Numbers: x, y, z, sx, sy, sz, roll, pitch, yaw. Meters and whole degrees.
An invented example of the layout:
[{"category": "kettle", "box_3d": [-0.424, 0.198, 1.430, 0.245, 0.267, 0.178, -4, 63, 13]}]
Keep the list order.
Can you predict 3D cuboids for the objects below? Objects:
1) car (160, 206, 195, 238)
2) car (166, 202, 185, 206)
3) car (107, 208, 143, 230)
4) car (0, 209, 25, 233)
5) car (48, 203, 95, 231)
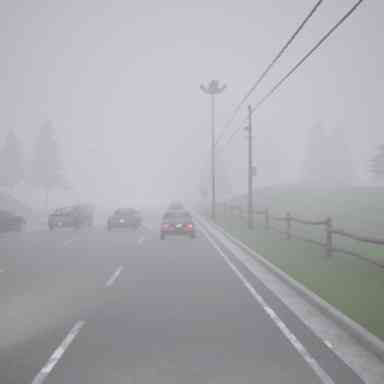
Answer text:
[{"category": "car", "box_3d": [-0.824, 1.741, 18.845, 2.033, 1.411, 5.357, 0, -1, -3]}, {"category": "car", "box_3d": [-1.920, 1.904, 39.077, 1.837, 1.490, 4.892, 0, -1, -3]}, {"category": "car", "box_3d": [-4.558, 1.808, 23.042, 1.994, 1.385, 4.181, 0, -1, -3]}, {"category": "car", "box_3d": [-11.351, 1.697, 18.987, 1.882, 1.535, 5.008, 0, -1, -3]}, {"category": "car", "box_3d": [-8.024, 1.737, 22.330, 2.128, 1.511, 4.902, 0, -1, -3]}]
